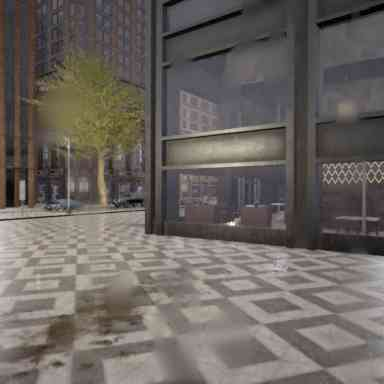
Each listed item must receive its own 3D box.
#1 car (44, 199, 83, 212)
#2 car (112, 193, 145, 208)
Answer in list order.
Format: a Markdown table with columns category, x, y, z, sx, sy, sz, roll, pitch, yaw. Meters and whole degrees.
| category | x | y | z | sx | sy | sz | roll | pitch | yaw |
| --- | --- | --- | --- | --- | --- | --- | --- | --- | --- |
| car | -14.516 | 1.471 | 37.795 | 1.994 | 1.385 | 4.181 | 0 | 0 | 35 |
| car | -8.435 | 1.105 | 46.290 | 2.150 | 2.045 | 5.566 | 0 | 0 | 35 |
